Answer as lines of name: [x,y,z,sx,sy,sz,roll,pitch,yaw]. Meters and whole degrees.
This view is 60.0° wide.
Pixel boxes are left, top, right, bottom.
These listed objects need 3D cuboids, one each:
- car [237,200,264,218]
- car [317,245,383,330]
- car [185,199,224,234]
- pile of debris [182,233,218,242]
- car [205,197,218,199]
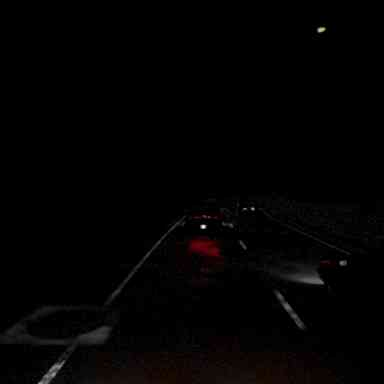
car: [4.895,1.339,28.046,2.033,1.411,5.357,0,0,5]
car: [3.671,1.516,5.035,2.033,1.411,5.357,0,0,1]
car: [0.685,1.371,18.202,1.837,1.490,4.892,0,0,3]
pile of debris: [0.383,2.065,15.140,1.500,0.140,1.860,0,0,3]
car: [2.024,1.263,34.594,1.812,1.442,4.674,0,1,6]
